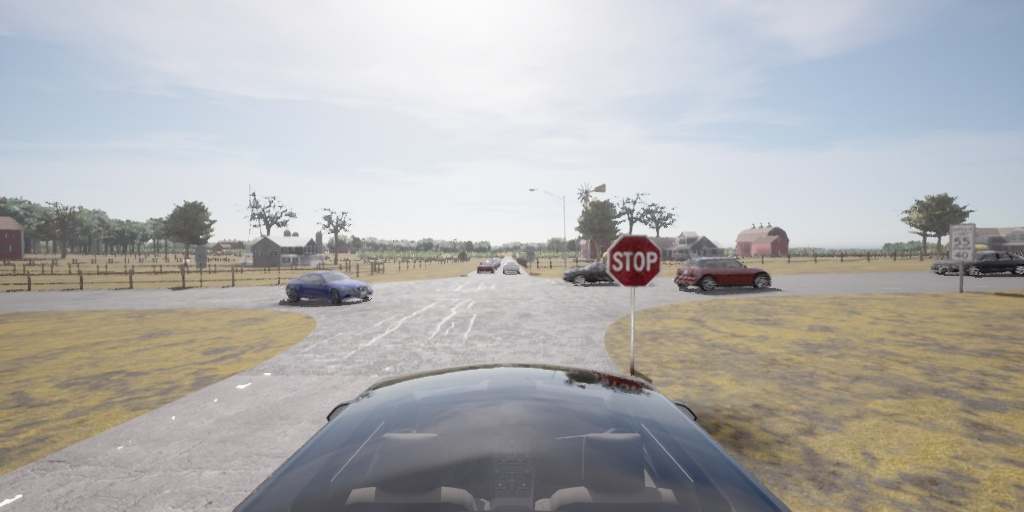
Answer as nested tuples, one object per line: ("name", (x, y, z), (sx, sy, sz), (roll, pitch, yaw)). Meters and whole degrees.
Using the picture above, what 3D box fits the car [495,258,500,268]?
("car", (-3.106, 1.289, 50.915), (1.994, 1.385, 4.181), (0, 0, -1))

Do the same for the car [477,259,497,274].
("car", (-3.029, 1.324, 41.730), (1.895, 1.301, 4.718), (0, 0, -1))

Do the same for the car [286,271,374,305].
("car", (-8.850, 1.465, 17.300), (4.674, 1.442, 1.812), (-1, 1, 25))

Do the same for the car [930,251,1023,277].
("car", (29.772, 0.478, 22.872), (4.892, 1.490, 1.837), (-1, 1, 0))

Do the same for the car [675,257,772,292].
("car", (11.130, 0.835, 18.958), (4.553, 1.767, 2.097), (-1, 1, -9))

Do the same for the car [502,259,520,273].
("car", (-0.094, 1.248, 42.184), (1.812, 1.442, 4.674), (0, 0, -1))

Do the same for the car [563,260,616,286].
("car", (5.764, 1.011, 22.830), (5.008, 1.535, 1.882), (-2, 1, 0))
